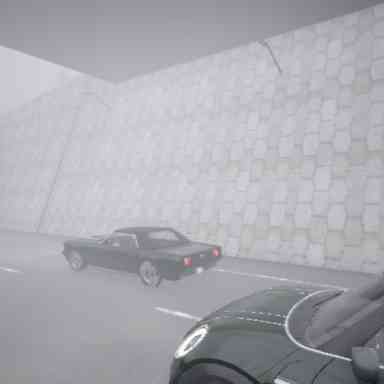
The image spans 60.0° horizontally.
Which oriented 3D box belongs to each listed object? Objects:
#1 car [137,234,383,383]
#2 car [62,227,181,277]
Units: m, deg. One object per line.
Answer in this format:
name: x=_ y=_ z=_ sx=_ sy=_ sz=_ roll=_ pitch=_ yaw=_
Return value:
car: x=1.984 y=1.350 z=2.576 sx=4.553 sy=1.767 sz=2.097 roll=-1 pitch=0 yaw=36
car: x=-1.606 y=1.652 z=9.458 sx=4.718 sy=1.301 sz=1.895 roll=-1 pitch=0 yaw=36
